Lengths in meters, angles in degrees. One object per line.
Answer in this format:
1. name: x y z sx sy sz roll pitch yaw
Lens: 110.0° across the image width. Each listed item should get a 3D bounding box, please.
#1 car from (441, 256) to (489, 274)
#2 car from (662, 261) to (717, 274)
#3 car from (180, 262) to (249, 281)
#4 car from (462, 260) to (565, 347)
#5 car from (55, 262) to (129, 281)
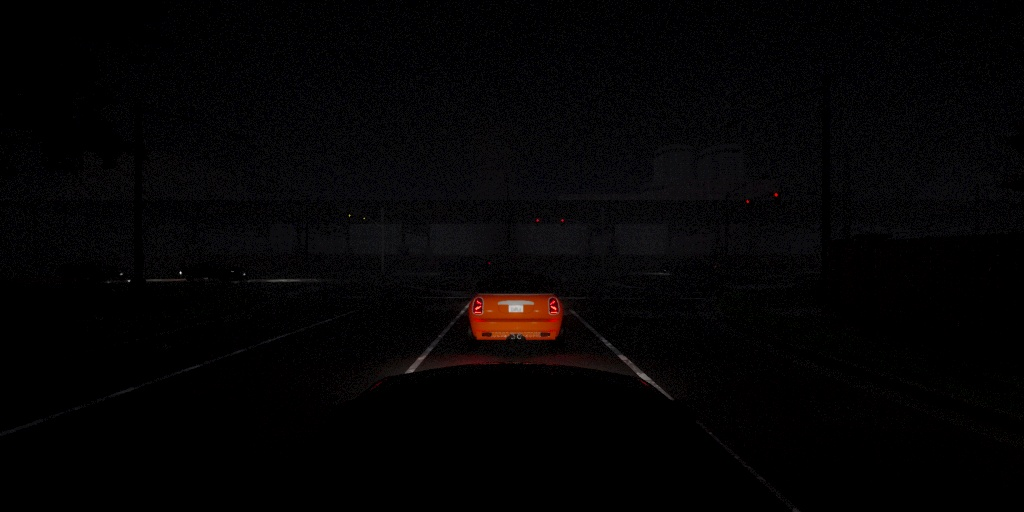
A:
1. car: -5.029 0.971 39.736 5.566 2.045 2.150 0 0 1
2. car: 19.361 1.206 39.133 5.357 1.411 2.033 -1 0 1
3. car: -24.460 1.242 29.537 4.902 1.511 2.128 0 0 1
4. car: 0.081 1.103 9.502 2.097 1.767 4.553 0 0 0
5. car: -34.853 1.242 29.842 4.902 1.511 2.128 0 0 2
